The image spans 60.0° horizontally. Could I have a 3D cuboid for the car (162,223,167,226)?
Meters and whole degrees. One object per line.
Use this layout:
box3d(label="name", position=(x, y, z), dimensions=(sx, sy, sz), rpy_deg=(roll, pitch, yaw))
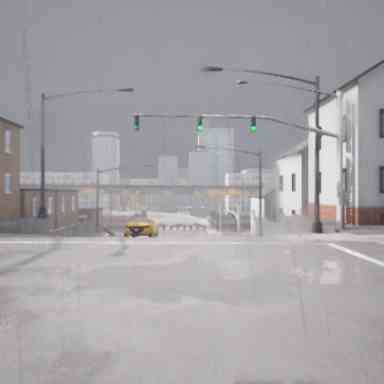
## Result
box3d(label="car", position=(-8.435, 9.649, 93.870), dimensions=(4.974, 1.542, 2.038), rpy_deg=(0, 0, 43))

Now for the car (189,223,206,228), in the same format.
box3d(label="car", position=(1.485, 9.493, 94.796), dimensions=(4.536, 1.218, 1.853), rpy_deg=(0, 0, 28))

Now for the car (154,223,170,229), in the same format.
box3d(label="car", position=(-8.473, 9.491, 93.906), dimensions=(4.536, 1.218, 1.853), rpy_deg=(0, 0, 43))

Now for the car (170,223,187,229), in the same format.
box3d(label="car", position=(-3.786, 9.491, 93.960), dimensions=(4.536, 1.218, 1.853), rpy_deg=(0, 0, -37))

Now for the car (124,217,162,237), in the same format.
box3d(label="car", position=(-3.630, 2.596, 24.439), dimensions=(1.882, 1.535, 5.008), rpy_deg=(0, -9, 1))

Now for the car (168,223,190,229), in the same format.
box3d(label="car", position=(-3.827, 9.649, 93.928), dimensions=(4.974, 1.542, 2.038), rpy_deg=(0, 0, -37))

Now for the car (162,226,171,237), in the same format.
box3d(label="car", position=(-3.830, 5.642, 39.741), dimensions=(1.882, 1.535, 5.008), rpy_deg=(0, -17, -1))

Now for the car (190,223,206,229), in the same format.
box3d(label="car", position=(1.531, 9.650, 94.772), dimensions=(4.974, 1.542, 2.038), rpy_deg=(0, 0, 28))
